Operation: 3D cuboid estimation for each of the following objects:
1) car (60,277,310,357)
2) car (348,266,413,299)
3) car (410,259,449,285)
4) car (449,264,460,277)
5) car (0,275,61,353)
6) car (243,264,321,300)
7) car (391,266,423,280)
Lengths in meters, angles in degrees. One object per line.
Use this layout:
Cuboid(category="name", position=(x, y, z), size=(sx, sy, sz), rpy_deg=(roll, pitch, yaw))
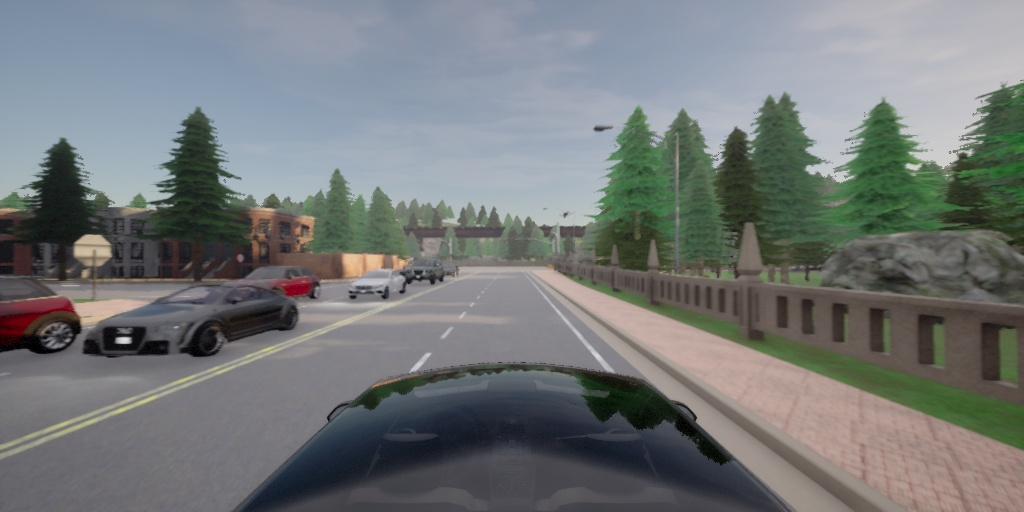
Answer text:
Cuboid(category="car", position=(-7.091, 1.377, 8.558), size=(1.994, 1.385, 4.181), rpy_deg=(0, -1, 1))
Cuboid(category="car", position=(-7.095, 1.440, 19.422), size=(1.812, 1.442, 4.674), rpy_deg=(0, -1, 0))
Cuboid(category="car", position=(-7.086, 1.235, 29.928), size=(2.150, 2.045, 5.566), rpy_deg=(0, -1, 0))
Cuboid(category="car", position=(-7.065, 1.620, 40.672), size=(1.837, 1.490, 4.892), rpy_deg=(0, -1, 0))
Cuboid(category="car", position=(-10.601, 1.138, 5.956), size=(2.097, 1.767, 4.553), rpy_deg=(0, 0, 0))
Cuboid(category="car", position=(-10.598, 1.234, 16.023), size=(2.097, 1.767, 4.553), rpy_deg=(0, -1, 0))
Cuboid(category="car", position=(-10.581, 1.676, 36.555), size=(1.895, 1.301, 4.718), rpy_deg=(0, -1, 0))
